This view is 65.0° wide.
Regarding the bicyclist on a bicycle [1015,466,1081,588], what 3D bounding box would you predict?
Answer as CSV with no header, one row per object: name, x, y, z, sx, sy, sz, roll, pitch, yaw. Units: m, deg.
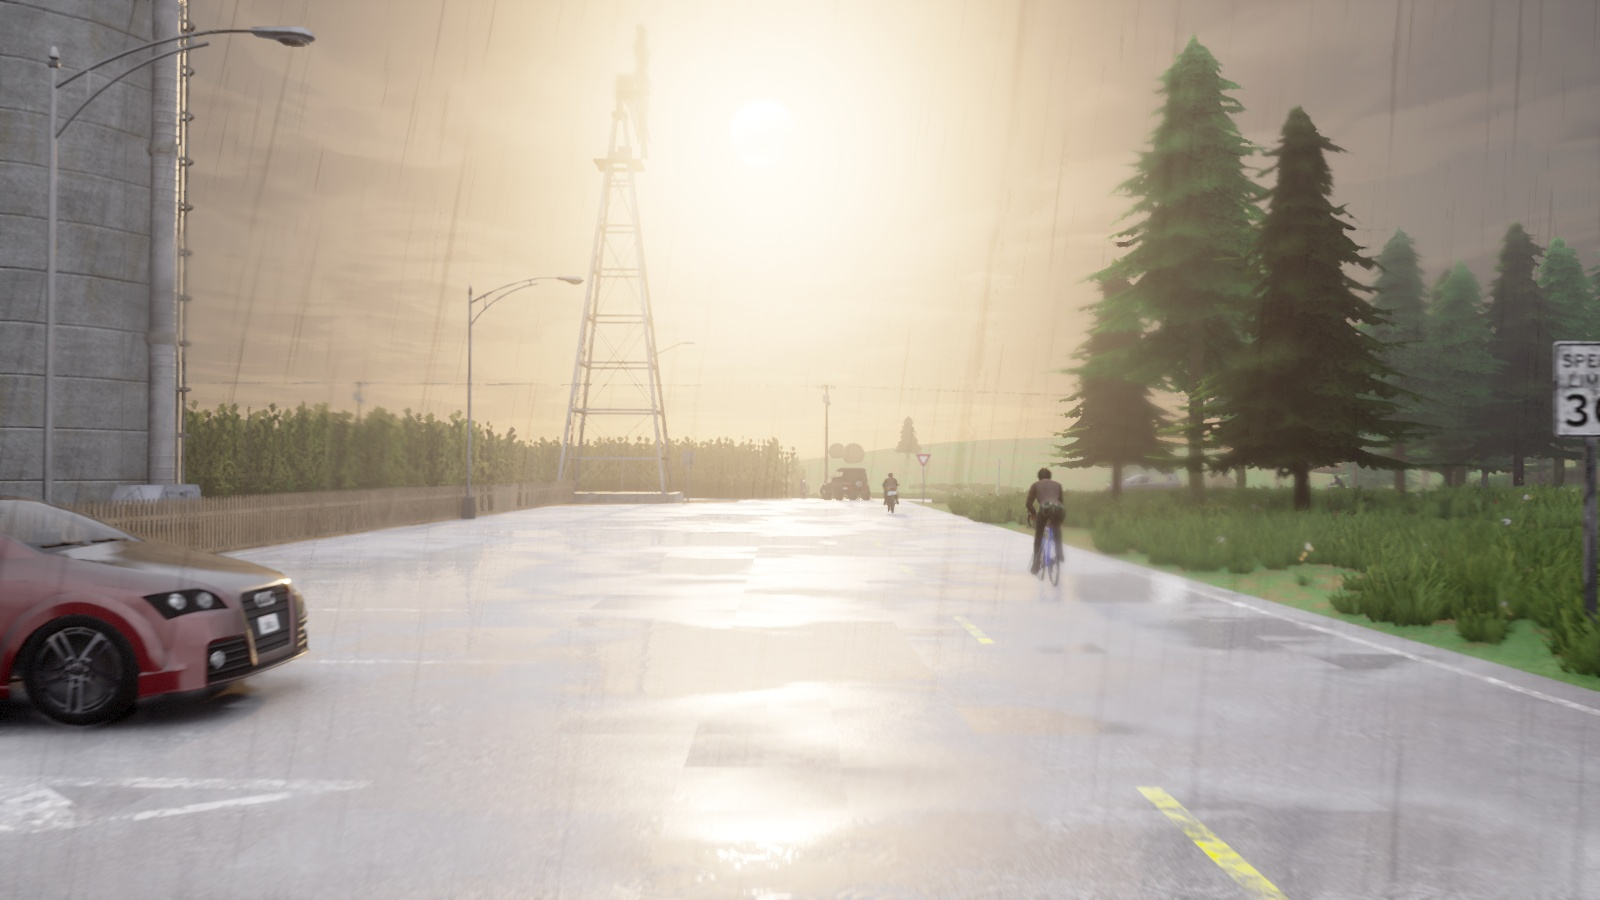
bicyclist on a bicycle,3.457,1.049,17.637,0.582,1.620,1.656,0,-1,0

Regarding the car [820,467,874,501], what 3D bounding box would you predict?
car,2.596,1.898,70.691,1.905,1.878,3.866,0,-1,-17

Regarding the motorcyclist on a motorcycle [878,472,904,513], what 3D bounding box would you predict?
motorcyclist on a motorcycle,3.386,1.568,46.869,0.797,1.523,2.044,0,-1,0

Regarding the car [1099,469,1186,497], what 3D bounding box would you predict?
car,20.669,1.987,75.928,4.611,1.667,2.242,0,-1,-1
